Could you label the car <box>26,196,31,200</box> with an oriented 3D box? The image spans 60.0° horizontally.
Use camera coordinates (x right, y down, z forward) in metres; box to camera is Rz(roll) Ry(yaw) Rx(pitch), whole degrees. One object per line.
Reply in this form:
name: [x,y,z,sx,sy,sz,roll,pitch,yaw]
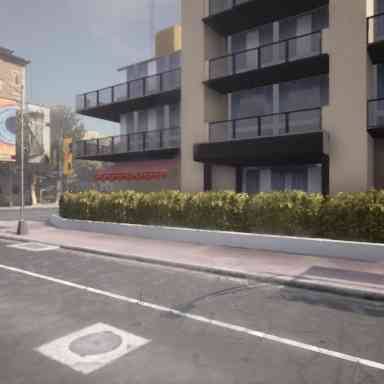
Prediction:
car: [-36.664,1.477,72.074,4.892,1.521,2.231,0,0,35]
